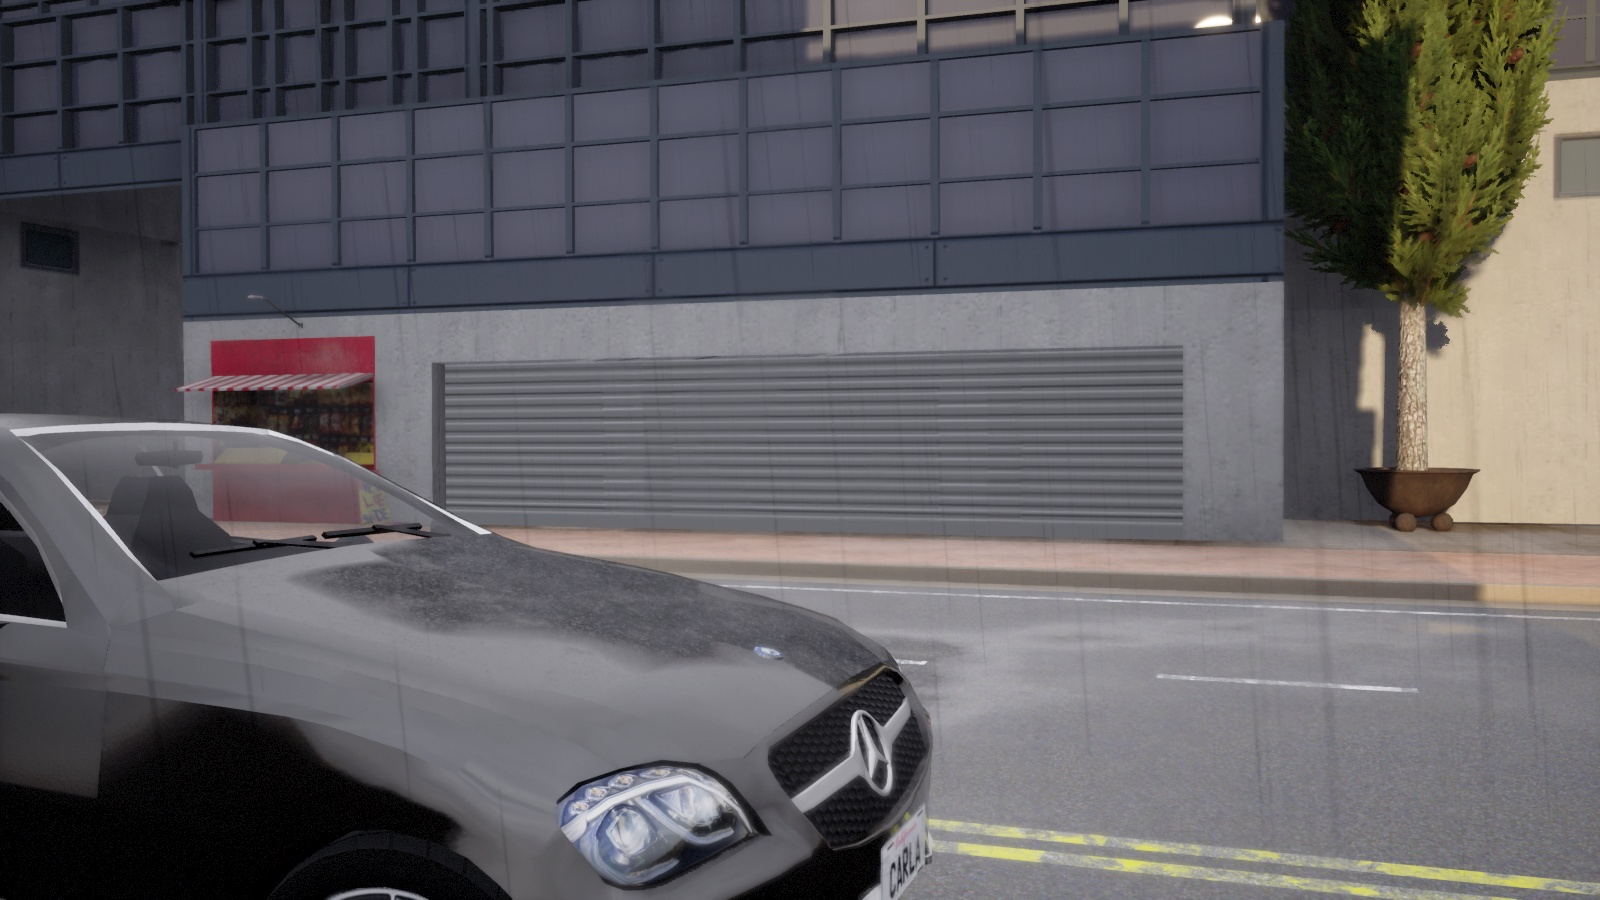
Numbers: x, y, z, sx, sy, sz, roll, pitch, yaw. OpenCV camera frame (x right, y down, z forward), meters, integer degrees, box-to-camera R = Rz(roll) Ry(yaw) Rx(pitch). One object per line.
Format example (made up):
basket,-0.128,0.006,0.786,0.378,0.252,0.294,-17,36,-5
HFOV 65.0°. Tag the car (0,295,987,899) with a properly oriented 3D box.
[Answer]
car,-2.120,0.535,3.904,5.027,1.651,2.152,1,1,19
